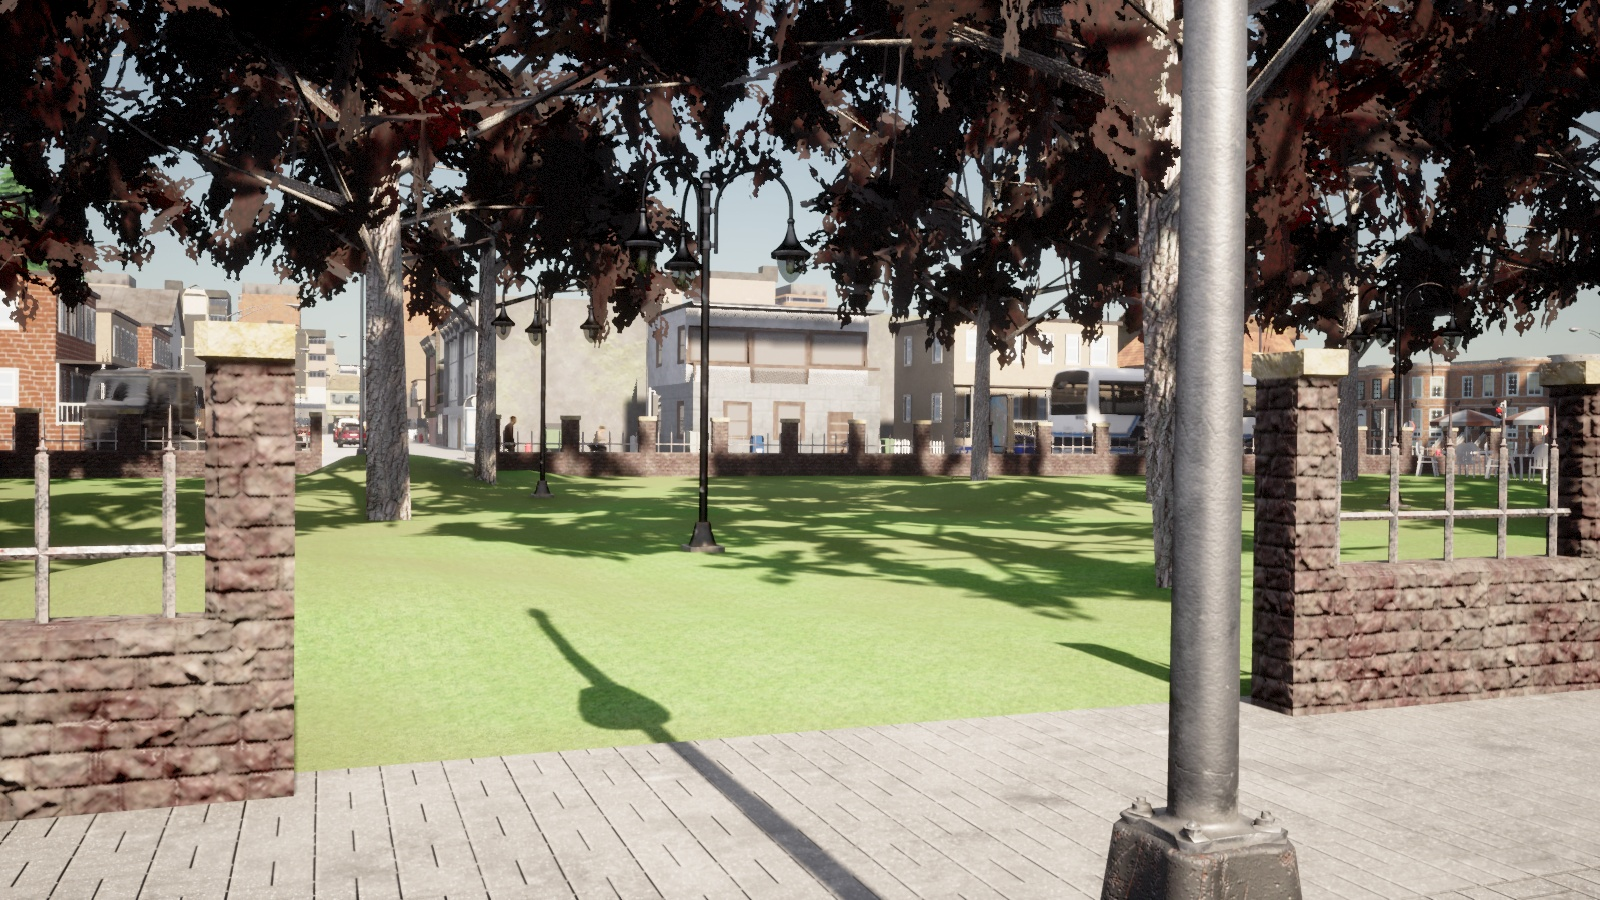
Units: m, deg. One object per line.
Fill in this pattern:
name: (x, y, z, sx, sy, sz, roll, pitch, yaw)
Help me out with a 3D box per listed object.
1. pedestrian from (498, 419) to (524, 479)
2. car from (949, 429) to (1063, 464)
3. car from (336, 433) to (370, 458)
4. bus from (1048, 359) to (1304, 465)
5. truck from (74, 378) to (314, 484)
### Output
pedestrian: (-8.936, -0.027, 38.814, 0.703, 1.840, 0.431, -1, 1, -21)
car: (9.145, -0.181, 55.699, 4.674, 1.442, 1.812, -1, 1, -21)
car: (-30.305, -0.329, 85.098, 2.033, 1.649, 4.856, -1, 1, -21)
bus: (16.209, -1.634, 54.086, 10.273, 4.253, 3.944, -1, 1, -21)
truck: (-21.500, -0.688, 45.195, 2.891, 3.462, 7.936, 0, 1, 20)
